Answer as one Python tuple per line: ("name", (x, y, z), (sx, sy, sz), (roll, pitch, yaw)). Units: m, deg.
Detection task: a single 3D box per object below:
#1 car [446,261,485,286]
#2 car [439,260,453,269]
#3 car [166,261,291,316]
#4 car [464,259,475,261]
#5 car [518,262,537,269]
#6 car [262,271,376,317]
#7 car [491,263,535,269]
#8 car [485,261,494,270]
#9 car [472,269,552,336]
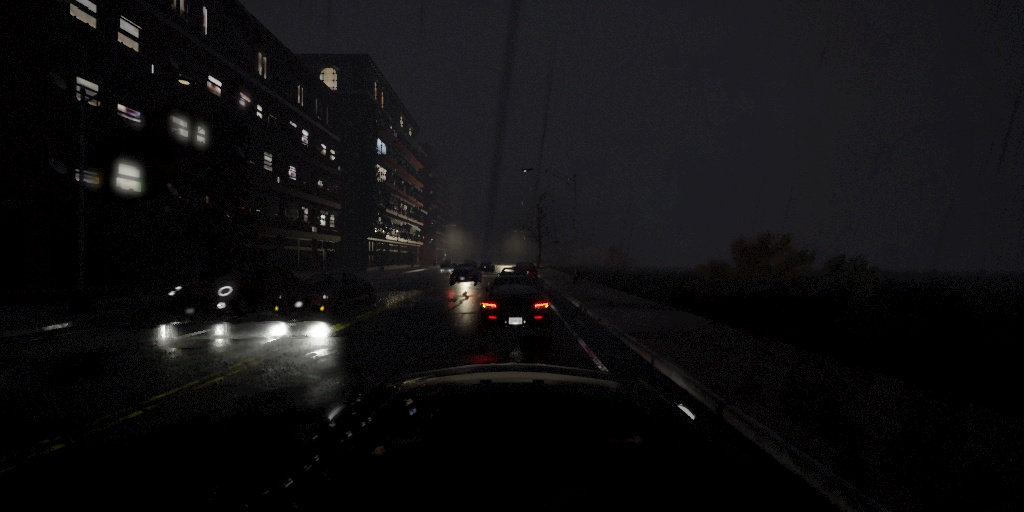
("car", (-3.200, 1.279, 25.339), (1.812, 1.442, 4.674), (0, 0, 0))
("car", (-9.954, 1.300, 55.942), (2.033, 1.411, 5.357), (0, 0, 0))
("car", (-9.875, 1.104, 13.228), (2.097, 1.767, 4.553), (0, 0, 0))
("car", (-6.702, 1.230, 56.124), (1.882, 1.535, 5.008), (0, 0, 0))
("car", (1.079, 1.232, 29.977), (1.882, 1.535, 5.008), (0, 0, 0))
("car", (-6.625, 1.316, 13.140), (1.994, 1.385, 4.181), (0, 0, 0))
("car", (0.062, 1.317, 20.449), (1.994, 1.385, 4.181), (0, 0, 0))
("car", (-3.234, 1.316, 44.701), (1.994, 1.385, 4.181), (0, 0, 0))
("car", (0.074, 1.277, 10.282), (1.812, 1.442, 4.674), (0, 0, 0))
